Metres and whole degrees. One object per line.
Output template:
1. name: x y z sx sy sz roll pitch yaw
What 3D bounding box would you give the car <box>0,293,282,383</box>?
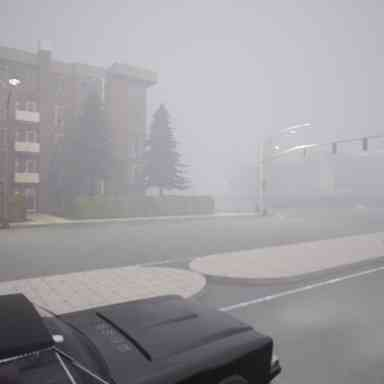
1. car: -1.444 1.604 2.717 4.718 1.301 1.895 1 0 -36

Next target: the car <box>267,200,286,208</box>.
1. car: 14.139 1.979 55.651 1.994 1.385 4.181 1 -1 -8
